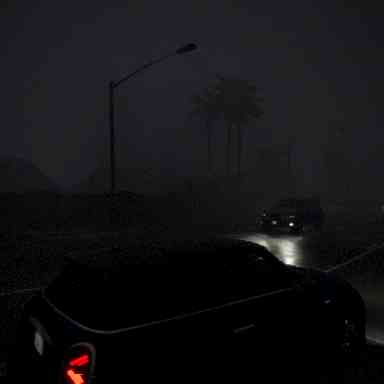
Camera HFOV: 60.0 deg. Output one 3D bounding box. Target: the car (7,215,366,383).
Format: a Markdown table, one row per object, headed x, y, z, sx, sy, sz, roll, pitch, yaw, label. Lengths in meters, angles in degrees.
| x | y | z | sx | sy | sz | roll | pitch | yaw | label |
| --- | --- | --- | --- | --- | --- | --- | --- | --- | --- |
| 0.302 | 1.375 | 4.281 | 4.553 | 1.767 | 2.097 | 0 | -1 | -38 | car |

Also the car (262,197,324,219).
| x | y | z | sx | sy | sz | roll | pitch | yaw | label |
| --- | --- | --- | --- | --- | --- | --- | --- | --- | --- |
| 6.412 | 1.368 | 20.790 | 2.150 | 2.045 | 5.566 | -1 | -1 | 40 | car |

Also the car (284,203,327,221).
| x | y | z | sx | sy | sz | roll | pitch | yaw | label |
| --- | --- | --- | --- | --- | --- | --- | --- | --- | --- |
| 10.753 | 1.773 | 31.290 | 2.033 | 1.411 | 5.357 | -1 | -1 | 40 | car |
